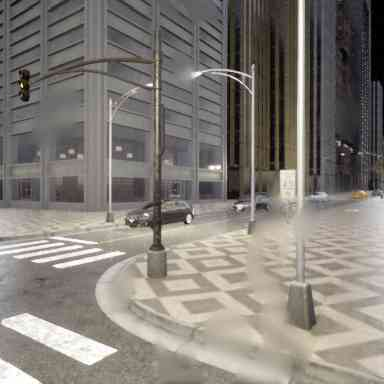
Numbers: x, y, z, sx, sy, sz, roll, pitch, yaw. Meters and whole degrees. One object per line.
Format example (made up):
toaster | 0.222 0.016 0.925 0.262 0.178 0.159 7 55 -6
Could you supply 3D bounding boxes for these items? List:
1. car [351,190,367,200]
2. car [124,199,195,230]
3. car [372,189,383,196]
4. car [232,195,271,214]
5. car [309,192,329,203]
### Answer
car | 27.359 0.481 54.369 1.882 1.535 5.008 0 1 35
car | -1.716 1.220 19.116 1.837 1.490 4.892 0 1 35
car | 42.028 0.160 75.108 2.128 1.511 4.902 0 1 35
car | 5.259 1.002 28.891 2.128 1.511 4.902 0 2 36
car | 17.720 0.703 46.207 1.812 1.442 4.674 0 1 36
